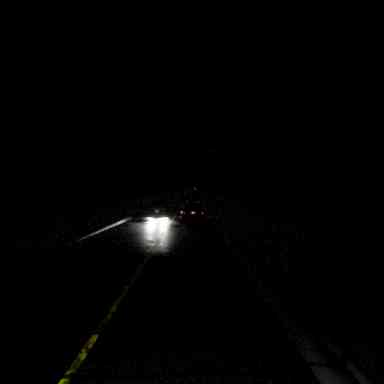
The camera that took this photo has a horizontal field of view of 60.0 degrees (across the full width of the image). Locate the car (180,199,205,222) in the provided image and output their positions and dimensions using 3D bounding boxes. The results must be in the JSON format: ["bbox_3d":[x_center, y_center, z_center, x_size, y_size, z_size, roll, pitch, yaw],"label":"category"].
[{"bbox_3d":[0.068,1.495,25.461,2.033,1.411,5.357,0,0,0],"label":"car"}]

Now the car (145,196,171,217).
[{"bbox_3d":[-3.039,1.423,31.168,2.128,1.511,4.902,0,0,0],"label":"car"}]
